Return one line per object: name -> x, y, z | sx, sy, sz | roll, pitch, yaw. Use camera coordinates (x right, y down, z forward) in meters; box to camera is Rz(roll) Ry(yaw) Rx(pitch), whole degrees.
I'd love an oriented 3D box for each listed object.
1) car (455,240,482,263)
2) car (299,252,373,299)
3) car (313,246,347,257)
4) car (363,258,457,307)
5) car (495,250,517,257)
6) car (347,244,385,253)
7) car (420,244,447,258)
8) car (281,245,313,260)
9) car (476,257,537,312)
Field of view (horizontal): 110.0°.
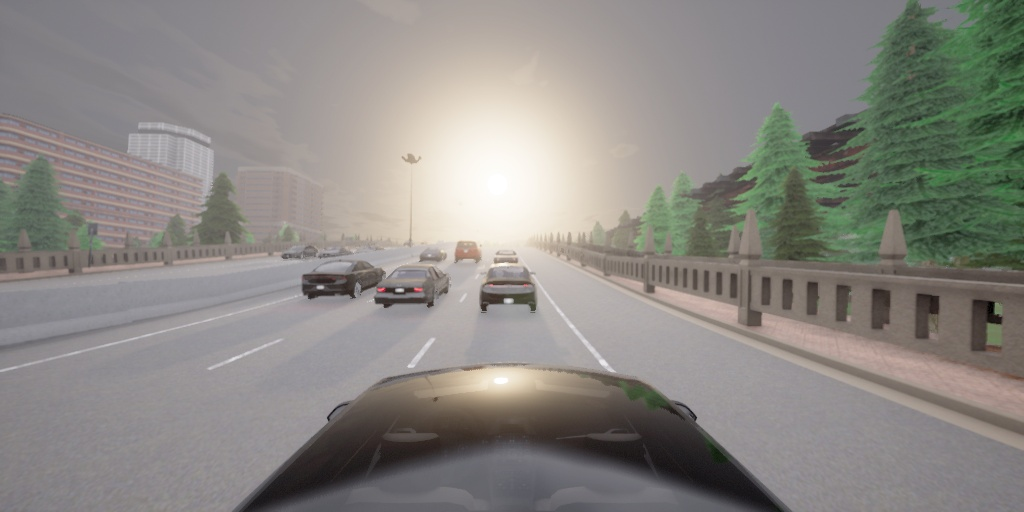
car -> -4.072, -0.477, 33.878 | 2.150, 2.045, 5.566 | 0, 4, -1
car -> -7.186, 0.867, 15.827 | 1.882, 1.535, 5.008 | 0, 3, -1
car -> -18.339, -0.356, 37.321 | 1.994, 1.385, 4.181 | 0, 4, -1
car -> -3.657, 1.032, 14.040 | 2.033, 1.411, 5.357 | 0, 3, -1
car -> -0.501, 0.142, 29.986 | 1.895, 1.301, 4.718 | 0, 4, -1
car -> -14.842, -0.436, 37.483 | 2.128, 1.511, 4.902 | 0, 4, -1
car -> -7.594, -0.195, 34.814 | 1.994, 1.385, 4.181 | 0, 3, -1
car -> -21.837, -0.412, 37.217 | 1.837, 1.490, 4.892 | 0, 4, -1
car -> -0.140, 1.019, 13.097 | 2.128, 1.511, 4.902 | 0, 3, -1
